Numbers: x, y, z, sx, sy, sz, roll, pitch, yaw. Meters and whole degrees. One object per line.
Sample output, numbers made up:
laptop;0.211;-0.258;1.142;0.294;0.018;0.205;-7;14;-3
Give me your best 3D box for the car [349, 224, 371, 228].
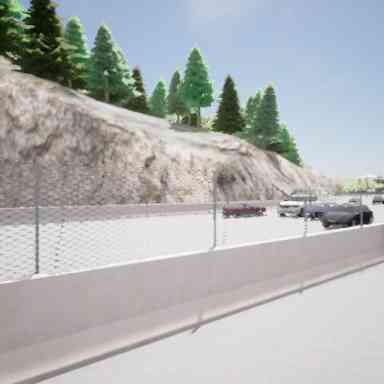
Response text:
car;10.227;1.536;21.648;4.892;1.490;1.837;0;0;-43
